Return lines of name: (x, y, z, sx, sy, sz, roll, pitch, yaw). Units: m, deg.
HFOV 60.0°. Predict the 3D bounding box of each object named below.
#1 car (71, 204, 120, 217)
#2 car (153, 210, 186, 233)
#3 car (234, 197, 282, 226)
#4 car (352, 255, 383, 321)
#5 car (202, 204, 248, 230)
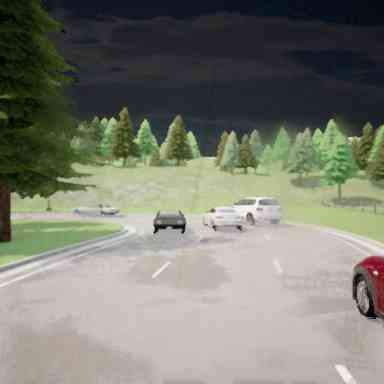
car: (-10.011, 1.869, 34.407, 4.718, 1.301, 1.895, 0, -1, 16)
car: (-1.454, 1.770, 21.110, 1.895, 1.301, 4.718, 0, 0, -4)
car: (4.704, 1.434, 25.729, 2.150, 2.045, 5.566, 1, -1, -18)
car: (4.049, 1.394, 4.641, 2.097, 1.767, 4.553, 0, 0, 5)
car: (1.973, 1.709, 22.394, 1.812, 1.442, 4.674, 0, -1, -9)
